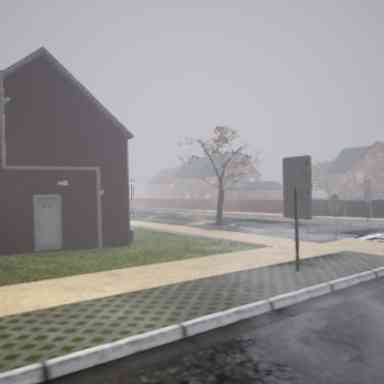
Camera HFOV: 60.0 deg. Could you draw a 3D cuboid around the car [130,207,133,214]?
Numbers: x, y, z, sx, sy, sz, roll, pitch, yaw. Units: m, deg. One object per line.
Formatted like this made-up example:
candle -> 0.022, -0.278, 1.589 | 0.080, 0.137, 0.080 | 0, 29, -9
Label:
car -> -9.214, 2.158, 42.950 | 1.994, 1.385, 4.181 | -2, 0, -35
